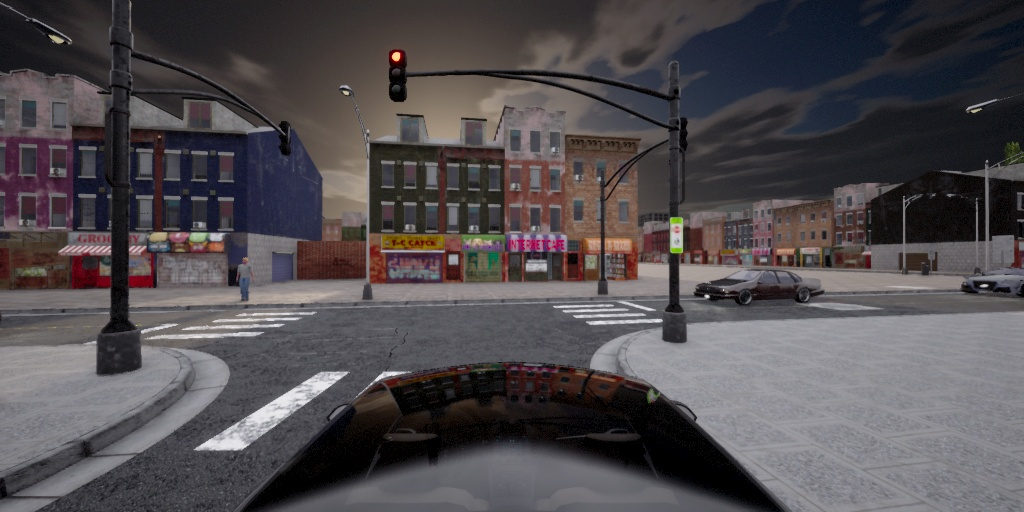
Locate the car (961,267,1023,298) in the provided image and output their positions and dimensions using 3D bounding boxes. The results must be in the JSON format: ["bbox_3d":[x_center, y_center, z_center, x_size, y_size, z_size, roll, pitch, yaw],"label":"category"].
[{"bbox_3d":[24.713,1.254,17.576,4.181,1.385,1.994,0,0,-9],"label":"car"}]

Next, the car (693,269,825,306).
[{"bbox_3d":[10.641,1.274,15.441,5.357,1.411,2.033,0,0,-14],"label":"car"}]

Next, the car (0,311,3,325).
[{"bbox_3d":[-15.410,1.278,8.332,4.902,1.511,2.128,0,0,-8],"label":"car"}]

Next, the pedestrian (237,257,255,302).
[{"bbox_3d":[-11.107,0.945,14.926,0.375,1.860,0.375,0,0,-9],"label":"pedestrian"}]
